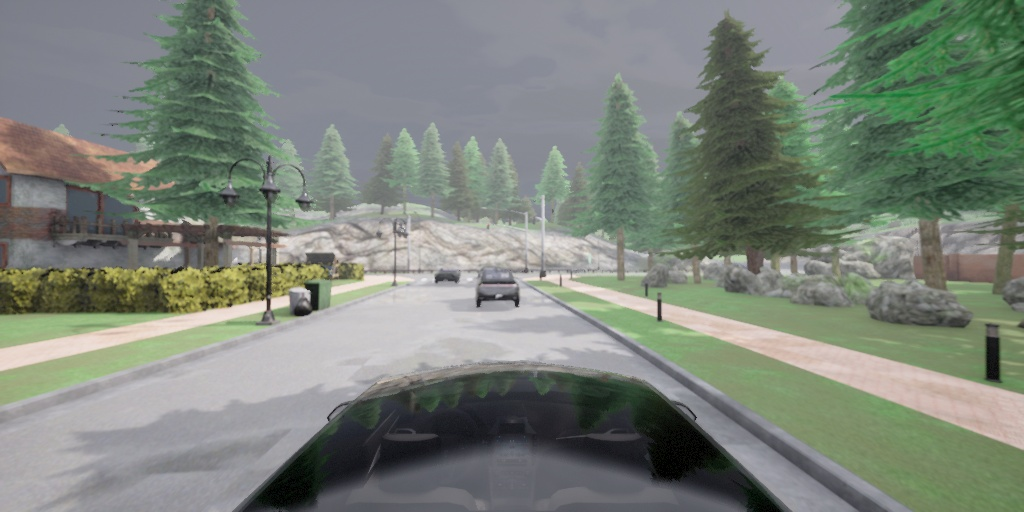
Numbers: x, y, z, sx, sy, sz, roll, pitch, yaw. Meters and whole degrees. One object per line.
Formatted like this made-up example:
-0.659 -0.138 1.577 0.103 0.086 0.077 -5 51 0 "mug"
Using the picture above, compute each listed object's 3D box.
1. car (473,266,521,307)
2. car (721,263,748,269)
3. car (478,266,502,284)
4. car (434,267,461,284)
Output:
-0.708 1.380 16.325 2.128 1.511 4.902 0 0 -5 "car"
27.805 1.592 45.747 5.357 1.411 2.033 0 -1 -5 "car"
-1.961 1.594 31.263 1.994 1.385 4.181 0 0 -5 "car"
-5.387 1.623 30.329 1.895 1.301 4.718 0 -1 -5 "car"
